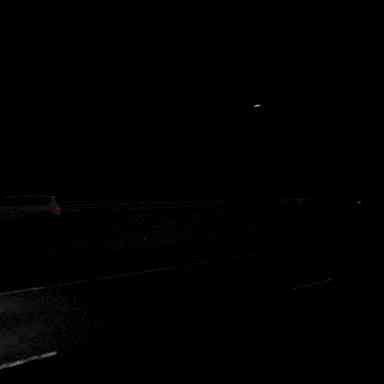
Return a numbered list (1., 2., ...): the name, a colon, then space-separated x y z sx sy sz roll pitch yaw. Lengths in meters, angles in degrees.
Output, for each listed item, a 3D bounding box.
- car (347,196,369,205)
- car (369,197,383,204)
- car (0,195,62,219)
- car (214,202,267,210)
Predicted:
1. car: 23.773 1.384 46.686 4.553 1.767 2.097 0 0 -35
2. car: 25.636 1.594 43.720 4.181 1.385 1.994 0 0 -35
3. car: -11.407 1.224 21.638 5.566 2.045 2.150 0 0 -35
4. car: 4.129 1.549 28.319 5.357 1.411 2.033 0 0 -35
